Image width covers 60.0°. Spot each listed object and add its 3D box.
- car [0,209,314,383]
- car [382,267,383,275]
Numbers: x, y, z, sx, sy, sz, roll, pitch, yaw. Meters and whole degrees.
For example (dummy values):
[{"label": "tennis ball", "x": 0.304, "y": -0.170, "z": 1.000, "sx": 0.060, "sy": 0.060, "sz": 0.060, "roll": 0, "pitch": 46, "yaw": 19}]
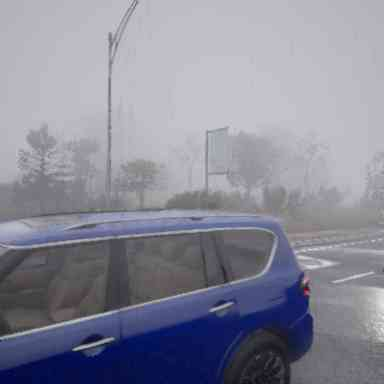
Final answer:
[{"label": "car", "x": -1.175, "y": 1.232, "z": 3.147, "sx": 5.566, "sy": 2.045, "sz": 2.150, "roll": 1, "pitch": -1, "yaw": -35}, {"label": "car", "x": 7.464, "y": 1.697, "z": 9.304, "sx": 5.357, "sy": 1.411, "sz": 2.033, "roll": 1, "pitch": -1, "yaw": -35}]
